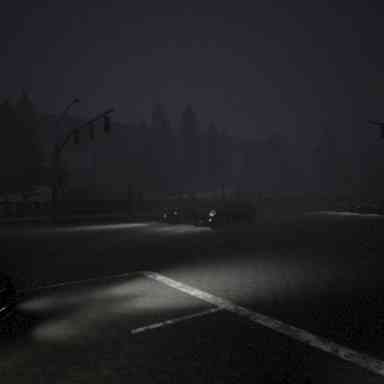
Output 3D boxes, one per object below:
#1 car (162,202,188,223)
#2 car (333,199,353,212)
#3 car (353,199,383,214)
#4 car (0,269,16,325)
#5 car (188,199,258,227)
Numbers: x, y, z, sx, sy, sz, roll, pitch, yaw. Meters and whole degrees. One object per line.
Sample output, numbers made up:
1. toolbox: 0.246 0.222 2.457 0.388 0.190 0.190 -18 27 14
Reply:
1. car: 0.053 1.486 25.527 4.902 1.511 2.128 0 0 -36
2. car: 18.257 1.513 38.510 4.674 1.442 1.812 0 0 -36
3. car: 19.281 1.513 34.945 4.674 1.442 1.812 0 0 -36
4. car: -5.114 1.492 4.421 4.902 1.511 2.128 0 0 -35
5. car: 2.375 1.347 22.882 4.553 1.767 2.097 0 0 -36
